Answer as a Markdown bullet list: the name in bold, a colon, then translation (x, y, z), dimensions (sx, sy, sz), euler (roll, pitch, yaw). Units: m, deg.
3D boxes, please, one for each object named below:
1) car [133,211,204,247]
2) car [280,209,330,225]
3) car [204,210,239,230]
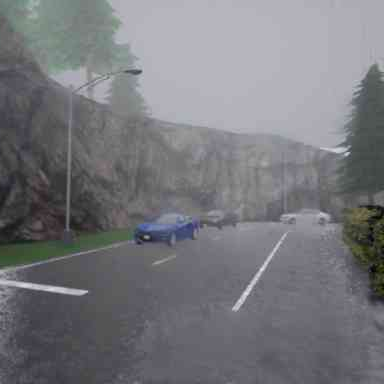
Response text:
- **car**: translation (-1.184, 1.793, 17.110), dimensions (1.882, 1.535, 5.008), euler (1, -1, 20)
- **car**: translation (10.786, 2.384, 31.773), dimensions (4.674, 1.442, 1.812), euler (1, -1, -6)
- **car**: translation (2.157, 2.115, 26.408), dimensions (2.033, 1.411, 5.357), euler (1, -1, 27)
